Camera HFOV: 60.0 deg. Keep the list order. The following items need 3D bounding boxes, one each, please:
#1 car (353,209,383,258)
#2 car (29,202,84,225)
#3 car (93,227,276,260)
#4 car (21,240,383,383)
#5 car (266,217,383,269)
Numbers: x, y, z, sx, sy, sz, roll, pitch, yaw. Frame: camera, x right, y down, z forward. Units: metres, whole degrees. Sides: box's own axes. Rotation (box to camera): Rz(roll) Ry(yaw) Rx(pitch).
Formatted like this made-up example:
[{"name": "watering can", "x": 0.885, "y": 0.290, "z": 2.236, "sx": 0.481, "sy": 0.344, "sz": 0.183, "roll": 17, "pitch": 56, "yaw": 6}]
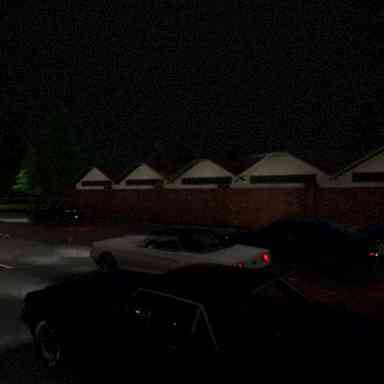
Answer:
[{"name": "car", "x": 8.261, "y": 1.461, "z": 11.034, "sx": 5.008, "sy": 1.535, "sz": 1.882, "roll": 0, "pitch": 0, "yaw": 35}, {"name": "car", "x": -9.796, "y": 1.479, "z": 23.881, "sx": 4.902, "sy": 1.511, "sz": 2.128, "roll": 0, "pitch": 0, "yaw": 35}, {"name": "car", "x": -0.500, "y": 1.594, "z": 8.676, "sx": 4.718, "sy": 1.301, "sz": 1.895, "roll": 0, "pitch": 0, "yaw": 35}, {"name": "car", "x": -0.069, "y": 1.597, "z": 4.074, "sx": 4.718, "sy": 1.301, "sz": 1.895, "roll": 0, "pitch": 0, "yaw": 35}, {"name": "car", "x": 3.143, "y": 1.514, "z": 10.380, "sx": 4.674, "sy": 1.442, "sz": 1.812, "roll": 0, "pitch": 0, "yaw": 35}]
